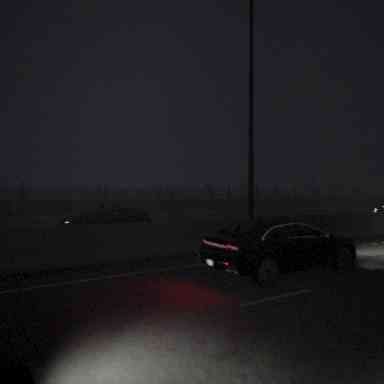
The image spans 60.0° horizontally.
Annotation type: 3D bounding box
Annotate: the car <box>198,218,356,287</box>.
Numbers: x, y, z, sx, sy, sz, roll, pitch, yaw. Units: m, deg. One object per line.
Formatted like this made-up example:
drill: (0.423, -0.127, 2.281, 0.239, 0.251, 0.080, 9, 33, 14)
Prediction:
car: (2.504, 1.476, 9.230, 4.902, 1.511, 2.128, 0, 0, -31)

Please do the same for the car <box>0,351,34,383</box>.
car: (-3.171, 1.513, 1.351, 4.674, 1.442, 1.812, 0, 0, -36)

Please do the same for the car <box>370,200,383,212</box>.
car: (15.089, 1.335, 23.851, 4.553, 1.767, 2.097, 0, 0, -26)

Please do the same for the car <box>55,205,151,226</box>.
car: (-4.549, 1.439, 17.467, 4.902, 1.511, 2.128, 0, 0, -31)

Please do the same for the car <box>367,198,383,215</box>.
car: (20.626, 1.453, 34.356, 5.008, 1.535, 1.882, 0, 0, -26)
